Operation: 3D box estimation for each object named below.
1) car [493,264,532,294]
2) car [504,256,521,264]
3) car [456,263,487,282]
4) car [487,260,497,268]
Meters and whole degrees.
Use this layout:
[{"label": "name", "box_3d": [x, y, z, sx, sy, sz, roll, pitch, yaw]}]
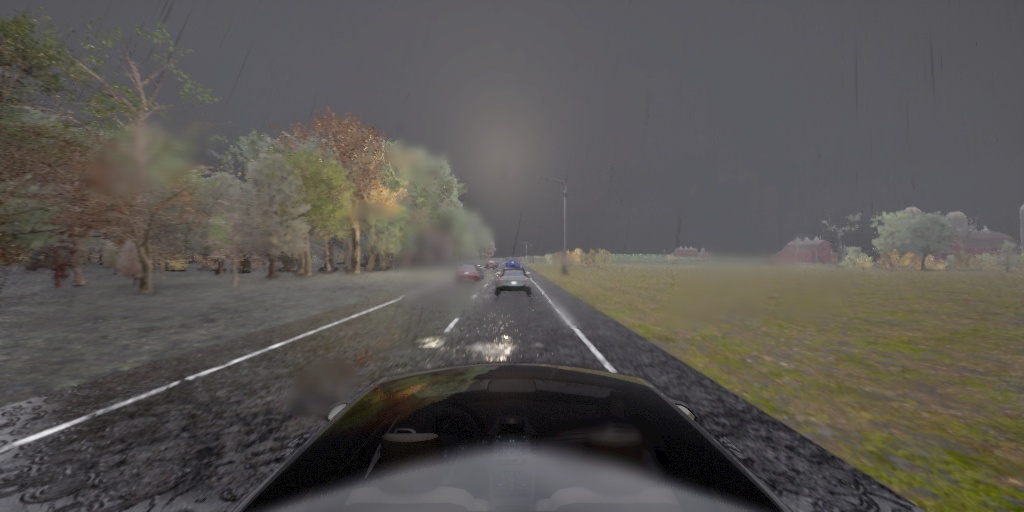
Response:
[{"label": "car", "box_3d": [0.096, 1.343, 20.286, 1.994, 1.385, 4.181, 0, 0, 0]}, {"label": "car", "box_3d": [0.079, 1.036, 51.849, 2.150, 2.045, 5.566, 0, 0, 0]}, {"label": "car", "box_3d": [-3.411, 1.351, 29.803, 1.994, 1.385, 4.181, 0, 0, 0]}, {"label": "car", "box_3d": [-3.425, 1.345, 60.138, 1.812, 1.442, 4.674, 0, 0, 0]}]
